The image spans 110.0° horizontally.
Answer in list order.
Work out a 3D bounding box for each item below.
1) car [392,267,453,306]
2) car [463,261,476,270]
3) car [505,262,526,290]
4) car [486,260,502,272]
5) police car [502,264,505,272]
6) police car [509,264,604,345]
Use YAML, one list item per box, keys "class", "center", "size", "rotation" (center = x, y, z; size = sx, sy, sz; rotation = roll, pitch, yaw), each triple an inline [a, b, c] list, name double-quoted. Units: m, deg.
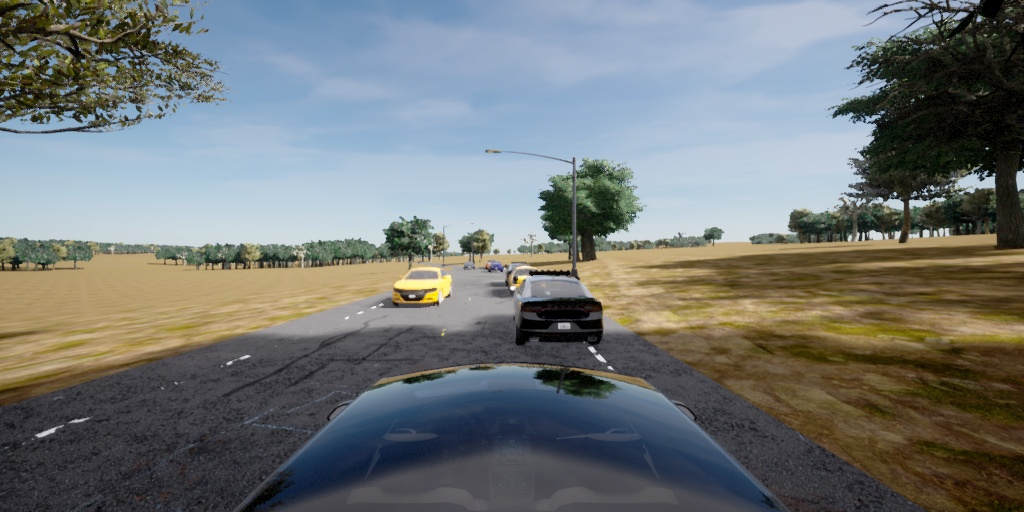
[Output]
- class: "car"
  center: [-3.839, 1.252, 16.030]
  size: [1.882, 1.535, 5.008]
  rotation: [0, 0, -2]
- class: "car"
  center: [-6.924, 1.576, 58.391]
  size: [1.812, 1.442, 4.674]
  rotation: [0, -1, -7]
- class: "car"
  center: [0.723, 1.240, 19.814]
  size: [1.801, 1.575, 5.366]
  rotation: [0, 0, -2]
- class: "car"
  center: [-2.201, 1.448, 48.353]
  size: [1.812, 1.442, 4.674]
  rotation: [0, -1, -5]
- class: "police car"
  center: [0.467, 1.222, 25.763]
  size: [1.930, 1.638, 5.238]
  rotation: [0, 0, -3]
- class: "police car"
  center: [0.992, 1.188, 9.680]
  size: [1.930, 1.638, 5.238]
  rotation: [0, 0, -1]
